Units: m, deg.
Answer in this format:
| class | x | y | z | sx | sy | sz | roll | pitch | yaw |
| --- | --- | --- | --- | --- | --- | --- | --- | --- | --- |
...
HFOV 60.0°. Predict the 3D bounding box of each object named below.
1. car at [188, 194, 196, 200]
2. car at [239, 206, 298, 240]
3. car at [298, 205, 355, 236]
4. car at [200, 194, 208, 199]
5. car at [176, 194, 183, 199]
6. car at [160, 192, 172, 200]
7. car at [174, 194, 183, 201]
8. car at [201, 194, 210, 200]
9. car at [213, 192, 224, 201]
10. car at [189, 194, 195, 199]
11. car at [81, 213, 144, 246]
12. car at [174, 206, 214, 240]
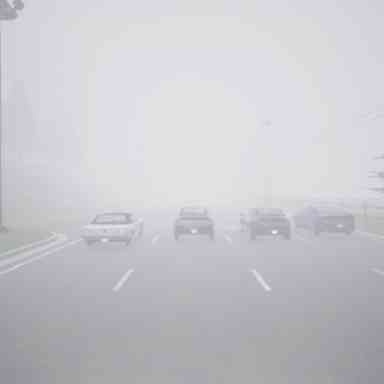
| class | x | y | z | sx | sy | sz | roll | pitch | yaw |
| --- | --- | --- | --- | --- | --- | --- | --- | --- | --- |
| car | 0.000 | 1.428 | 85.483 | 1.812 | 1.442 | 4.674 | 0 | 0 | 0 |
| car | 3.597 | 1.487 | 16.914 | 1.837 | 1.490 | 4.892 | 0 | 0 | 0 |
| car | 7.099 | 1.459 | 18.384 | 1.882 | 1.535 | 5.008 | 0 | 0 | 0 |
| car | 3.500 | 1.260 | 95.486 | 2.128 | 1.511 | 4.902 | 0 | 0 | 0 |
| car | -3.500 | 1.330 | 95.516 | 1.895 | 1.301 | 4.718 | 0 | 0 | 0 |
| car | -7.000 | 1.457 | 85.512 | 1.994 | 1.385 | 4.181 | 0 | 0 | 0 |
| car | -3.500 | 1.403 | 85.066 | 1.837 | 1.490 | 4.892 | 0 | 0 | 0 |
| car | 3.500 | 1.456 | 85.483 | 1.994 | 1.385 | 4.181 | 0 | 0 | 0 |
| car | 7.000 | 1.129 | 85.096 | 2.150 | 2.045 | 5.566 | 0 | 0 | 0 |
| car | 0.000 | 1.212 | 95.486 | 1.882 | 1.535 | 5.008 | 0 | 0 | 0 |
| car | -3.403 | 1.585 | 15.233 | 1.895 | 1.301 | 4.718 | 0 | 0 | 0 |
| car | 0.098 | 1.474 | 16.841 | 2.128 | 1.511 | 4.902 | 0 | 0 | 0 |
